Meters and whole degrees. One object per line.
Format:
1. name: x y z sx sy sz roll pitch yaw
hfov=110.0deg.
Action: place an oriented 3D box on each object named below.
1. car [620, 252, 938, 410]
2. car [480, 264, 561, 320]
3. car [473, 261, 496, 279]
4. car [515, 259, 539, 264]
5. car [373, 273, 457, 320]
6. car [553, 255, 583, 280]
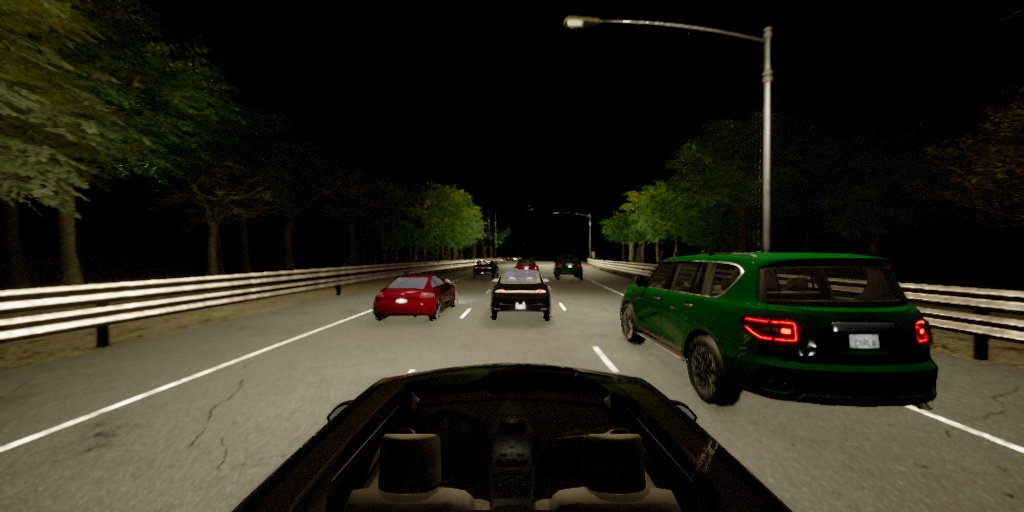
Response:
1. car: 3.663 0.963 6.372 2.150 2.045 5.566 0 0 1
2. car: 0.307 1.214 12.523 2.128 1.511 4.902 0 0 2
3. car: -2.197 1.161 31.511 2.128 1.511 4.902 0 0 4
4. car: 1.306 1.025 31.347 2.097 1.767 4.553 0 0 4
5. car: -3.191 1.283 12.516 1.994 1.385 4.181 0 0 2
6. car: 4.762 0.900 30.844 2.150 2.045 5.566 0 0 4
